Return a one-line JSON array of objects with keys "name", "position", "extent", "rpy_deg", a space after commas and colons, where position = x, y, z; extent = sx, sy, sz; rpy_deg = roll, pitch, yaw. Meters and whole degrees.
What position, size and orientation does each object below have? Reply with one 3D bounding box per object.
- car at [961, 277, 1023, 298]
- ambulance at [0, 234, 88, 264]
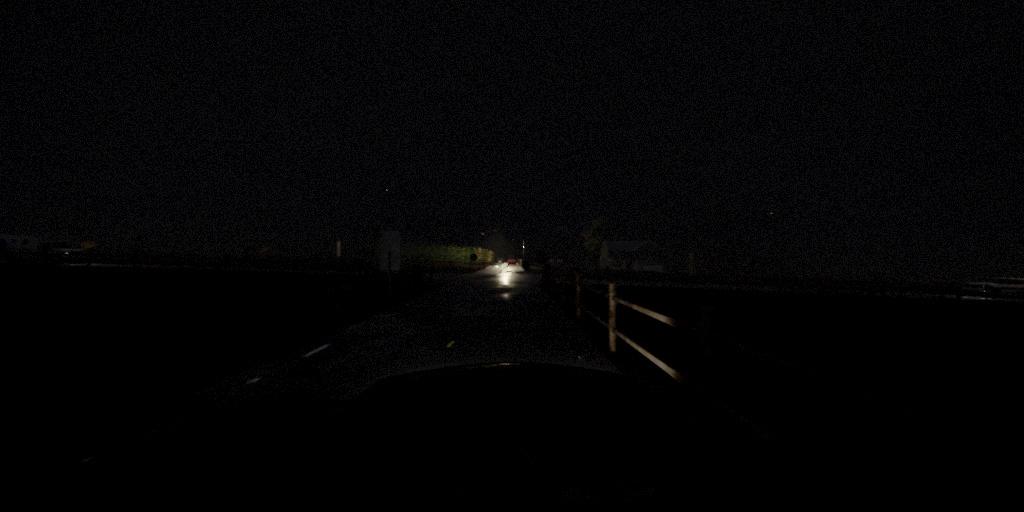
[{"name": "car", "position": [49.179, 3.153, 36.311], "extent": [5.566, 2.045, 2.150], "rpy_deg": [3, 1, -1]}, {"name": "ambulance", "position": [-42.212, -0.636, 32.253], "extent": [6.366, 2.431, 2.351], "rpy_deg": [2, 1, -1]}]
